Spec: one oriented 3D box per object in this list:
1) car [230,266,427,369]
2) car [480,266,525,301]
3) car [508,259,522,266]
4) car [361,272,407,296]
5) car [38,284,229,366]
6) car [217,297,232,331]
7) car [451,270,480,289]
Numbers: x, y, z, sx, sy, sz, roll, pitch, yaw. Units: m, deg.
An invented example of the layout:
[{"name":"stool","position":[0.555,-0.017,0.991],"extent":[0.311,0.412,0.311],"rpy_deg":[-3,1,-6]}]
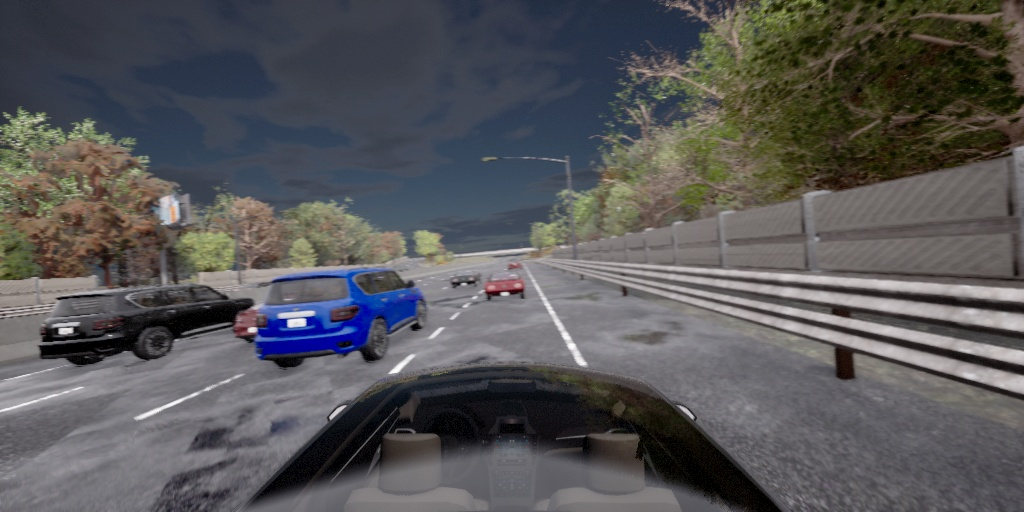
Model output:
[{"name":"car","position":[-3.909,1.330,9.302],"extent":[2.150,2.045,5.566],"rpy_deg":[-5,0,1]},{"name":"car","position":[-0.289,1.434,18.545],"extent":[1.895,1.301,4.718],"rpy_deg":[-5,0,1]},{"name":"car","position":[0.481,1.268,55.090],"extent":[2.097,1.767,4.553],"rpy_deg":[-5,0,1]},{"name":"car","position":[-10.420,2.247,29.613],"extent":[1.837,1.490,4.892],"rpy_deg":[-5,0,1]},{"name":"car","position":[-10.837,1.931,11.442],"extent":[2.150,2.045,5.566],"rpy_deg":[-5,0,1]},{"name":"car","position":[-7.299,1.937,12.505],"extent":[1.812,1.442,4.674],"rpy_deg":[-5,0,1]},{"name":"car","position":[-3.466,1.742,28.140],"extent":[1.895,1.301,4.718],"rpy_deg":[-5,0,1]}]
